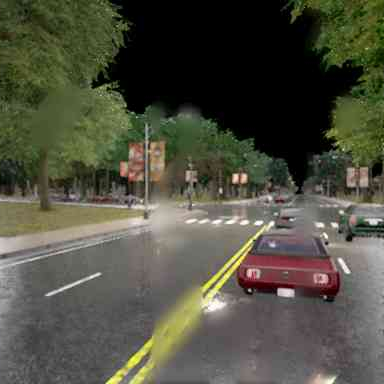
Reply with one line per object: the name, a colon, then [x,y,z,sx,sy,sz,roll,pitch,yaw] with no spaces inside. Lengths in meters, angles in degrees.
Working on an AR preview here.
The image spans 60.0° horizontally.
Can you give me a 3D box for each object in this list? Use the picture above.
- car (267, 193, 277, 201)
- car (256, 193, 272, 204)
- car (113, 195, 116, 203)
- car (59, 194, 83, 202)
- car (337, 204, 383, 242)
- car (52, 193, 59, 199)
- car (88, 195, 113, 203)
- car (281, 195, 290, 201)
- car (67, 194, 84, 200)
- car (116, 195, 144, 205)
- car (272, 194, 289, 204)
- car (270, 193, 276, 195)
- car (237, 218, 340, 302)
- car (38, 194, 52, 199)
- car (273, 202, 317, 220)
car: [20.085,1.204,83.207,2.150,2.045,5.566,0,0,18]
car: [13.590,1.508,63.546,1.812,1.442,4.674,0,0,19]
car: [-15.350,1.324,64.351,4.674,1.442,1.812,0,0,41]
car: [-24.818,1.280,68.189,4.674,1.442,1.812,0,0,41]
car: [8.407,1.345,16.234,2.097,1.767,4.553,0,0,18]
car: [-35.343,1.049,86.044,5.357,1.411,2.033,0,0,41]
car: [-17.197,1.404,61.450,4.718,1.301,1.895,0,0,42]
car: [23.110,1.502,82.001,1.812,1.442,4.674,0,0,18]
car: [-27.819,1.258,79.456,4.181,1.385,1.994,0,0,41]
car: [-9.883,1.343,55.034,4.902,1.511,2.128,0,0,42]
car: [16.656,1.583,62.470,1.895,1.301,4.718,0,0,19]
car: [16.842,1.504,73.354,1.812,1.442,4.674,0,0,18]
car: [2.443,1.597,8.343,1.895,1.301,4.718,0,0,18]
car: [-37.798,1.230,83.874,4.181,1.385,1.994,0,0,41]
car: [5.289,1.498,17.163,1.837,1.490,4.892,0,0,18]
